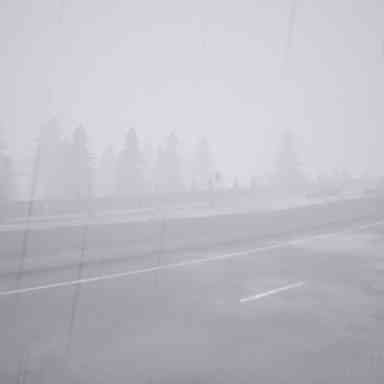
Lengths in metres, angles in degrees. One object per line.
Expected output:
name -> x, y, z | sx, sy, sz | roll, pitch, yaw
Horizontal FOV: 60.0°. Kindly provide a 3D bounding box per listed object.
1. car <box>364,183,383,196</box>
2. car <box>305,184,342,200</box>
car -> 20.128, -0.294, 35.494 | 4.181, 1.385, 1.994 | -5, 3, -35
car -> 14.053, -0.038, 35.472 | 4.892, 1.490, 1.837 | -5, 3, -35
